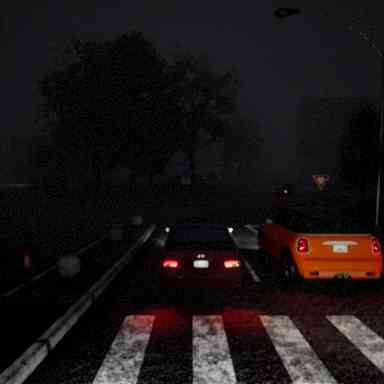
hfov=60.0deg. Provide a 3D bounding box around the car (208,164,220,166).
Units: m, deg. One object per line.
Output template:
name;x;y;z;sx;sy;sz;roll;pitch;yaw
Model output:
car;5.952;-5.712;85.564;1.882;1.535;5.008;1;6;10

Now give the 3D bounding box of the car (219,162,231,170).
car;8.842;-5.866;84.644;2.150;2.045;5.566;1;6;10

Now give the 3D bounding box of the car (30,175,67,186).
car;-20.440;-1.733;47.353;5.008;1.535;1.882;1;6;3

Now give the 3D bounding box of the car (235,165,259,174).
car;12.943;-5.134;80.179;4.892;1.521;2.231;1;6;10

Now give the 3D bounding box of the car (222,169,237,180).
car;6.895;-3.063;62.311;1.895;1.301;4.718;0;6;0

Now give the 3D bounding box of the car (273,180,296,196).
car;9.337;-0.486;33.533;1.837;1.490;4.892;3;5;13

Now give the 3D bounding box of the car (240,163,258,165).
car;13.437;-5.556;82.859;4.553;1.767;2.185;1;6;10

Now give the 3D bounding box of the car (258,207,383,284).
car;3.208;1.174;9.268;2.097;1.767;4.553;0;2;1

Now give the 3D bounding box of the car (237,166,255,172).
car;14.753;-6.300;90.951;4.792;1.488;2.163;1;7;11

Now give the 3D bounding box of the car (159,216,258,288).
car;0.197;1.374;8.983;2.033;1.411;5.357;0;2;1

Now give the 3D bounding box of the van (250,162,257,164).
van;13.749;-5.957;85.575;4.442;1.987;1.878;1;6;10

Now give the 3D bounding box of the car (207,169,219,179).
car;3.843;-3.211;63.330;1.994;1.385;4.181;0;6;1

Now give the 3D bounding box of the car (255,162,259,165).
car;14.343;-6.278;88.240;5.566;2.045;2.435;1;6;10

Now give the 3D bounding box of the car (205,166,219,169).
car;4.351;-4.521;75.277;2.033;1.411;5.357;1;6;6
